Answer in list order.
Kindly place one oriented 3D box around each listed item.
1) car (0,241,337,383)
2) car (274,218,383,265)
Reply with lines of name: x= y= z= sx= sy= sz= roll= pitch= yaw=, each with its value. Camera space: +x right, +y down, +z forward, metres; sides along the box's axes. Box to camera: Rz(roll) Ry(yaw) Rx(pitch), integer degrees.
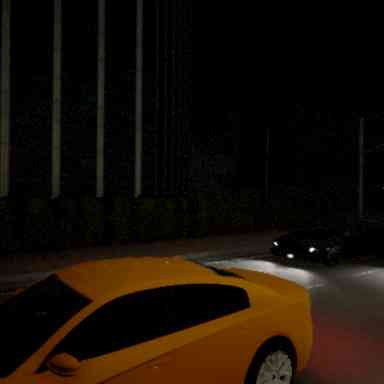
car: x=-0.851 y=1.490 z=3.372 sx=5.008 sy=1.535 sz=1.882 roll=1 pitch=-1 yaw=-35
car: x=5.281 y=1.657 z=12.016 sx=5.357 sy=1.411 sz=2.033 roll=1 pitch=0 yaw=-35
